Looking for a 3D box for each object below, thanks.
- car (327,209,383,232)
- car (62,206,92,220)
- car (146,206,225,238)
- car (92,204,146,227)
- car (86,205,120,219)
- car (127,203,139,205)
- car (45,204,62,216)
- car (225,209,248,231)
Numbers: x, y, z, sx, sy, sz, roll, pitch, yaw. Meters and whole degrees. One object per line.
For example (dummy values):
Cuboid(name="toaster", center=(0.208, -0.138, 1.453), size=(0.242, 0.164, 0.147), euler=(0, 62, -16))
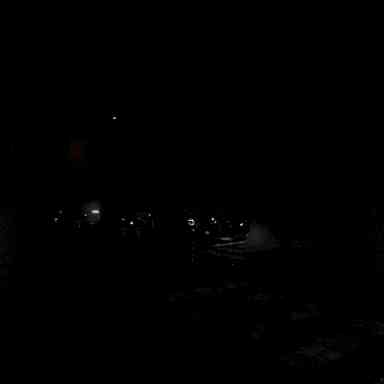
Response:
Cuboid(name="car", center=(10.981, 1.733, 20.769), size=(1.895, 1.301, 4.718), euler=(0, -2, -36))
Cuboid(name="car", center=(-11.931, 2.213, 35.286), size=(1.994, 1.385, 4.181), euler=(0, -1, -36))
Cuboid(name="car", center=(-0.510, 1.636, 19.625), size=(2.097, 1.767, 4.553), euler=(0, -1, -36))
Cuboid(name="car", center=(-6.091, 2.008, 27.277), size=(2.033, 1.411, 5.357), euler=(0, -1, -35))
Cuboid(name="car", center=(-10.467, 2.229, 38.786), size=(2.033, 1.411, 5.357), euler=(0, -1, -36))
Cuboid(name="car", center=(-8.595, 2.276, 47.569), size=(2.128, 1.511, 4.902), euler=(0, -1, -36))
Cuboid(name="car", center=(-17.763, 2.330, 43.322), size=(2.128, 1.511, 4.902), euler=(0, -1, -36))
Cuboid(name="car", center=(1.591, 1.800, 22.261), size=(1.837, 1.490, 4.892), euler=(0, -1, -36))
